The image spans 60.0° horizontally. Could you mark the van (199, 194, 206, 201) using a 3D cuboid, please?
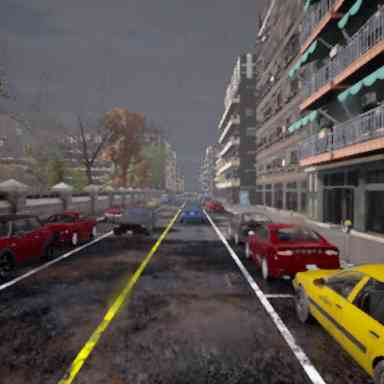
[{"bbox_3d":[2.673,1.485,87.241,1.690,1.788,3.998,0,0,0],"label":"van"}]

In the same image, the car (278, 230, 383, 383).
[{"bbox_3d":[2.686,1.531,4.383,1.752,1.417,4.829,0,0,0],"label":"car"}]

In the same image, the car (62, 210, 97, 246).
[{"bbox_3d":[-5.696,1.564,15.282,1.887,1.381,4.507,0,0,0],"label":"car"}]

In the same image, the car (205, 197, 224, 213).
[{"bbox_3d":[2.681,1.597,37.424,1.887,1.381,4.507,0,0,0],"label":"car"}]

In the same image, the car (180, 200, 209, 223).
[{"bbox_3d":[0.021,1.583,26.175,2.033,1.411,5.357,0,0,0],"label":"car"}]

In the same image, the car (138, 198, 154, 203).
[{"bbox_3d":[-5.699,1.634,37.422,1.802,1.307,4.206,0,0,0],"label":"car"}]

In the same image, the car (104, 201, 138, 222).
[{"bbox_3d":[-5.698,1.617,26.351,1.802,1.307,4.206,0,0,0],"label":"car"}]

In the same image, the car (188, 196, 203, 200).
[{"bbox_3d":[0.074,1.628,45.201,1.994,1.385,4.181,0,0,0],"label":"car"}]

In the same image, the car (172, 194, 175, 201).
[{"bbox_3d":[-5.706,1.437,76.169,2.192,1.841,5.009,0,0,0],"label":"car"}]

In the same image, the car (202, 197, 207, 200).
[{"bbox_3d":[2.680,1.606,42.959,1.887,1.381,4.507,0,0,0],"label":"car"}]

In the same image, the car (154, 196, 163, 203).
[{"bbox_3d":[-5.701,1.595,48.322,1.752,1.417,4.829,0,0,0],"label":"car"}]

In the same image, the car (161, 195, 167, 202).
[{"bbox_3d":[-5.702,1.631,54.028,2.008,1.369,4.403,0,0,0],"label":"car"}]

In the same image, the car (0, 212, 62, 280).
[{"bbox_3d":[-5.696,1.452,9.746,1.967,1.590,4.097,0,0,0],"label":"car"}]

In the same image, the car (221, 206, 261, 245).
[{"bbox_3d":[2.684,1.571,15.283,2.008,1.369,4.403,0,0,0],"label":"car"}]

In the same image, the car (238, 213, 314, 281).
[{"bbox_3d":[2.685,1.557,9.748,1.887,1.381,4.507,0,0,0],"label":"car"}]

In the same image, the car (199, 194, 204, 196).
[{"bbox_3d":[2.677,1.531,59.564,1.967,1.590,4.097,0,0,0],"label":"car"}]

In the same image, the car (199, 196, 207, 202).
[{"bbox_3d":[2.675,1.699,81.705,1.947,1.339,4.313,0,0,0],"label":"car"}]

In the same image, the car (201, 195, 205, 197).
[{"bbox_3d":[2.679,1.646,54.030,1.947,1.339,4.313,0,0,0],"label":"car"}]

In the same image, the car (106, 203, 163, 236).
[{"bbox_3d":[-3.008,1.572,18.812,2.033,1.411,5.357,0,0,0],"label":"car"}]

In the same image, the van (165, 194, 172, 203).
[{"bbox_3d":[-5.705,1.452,70.633,1.690,1.788,3.998,0,0,0],"label":"van"}]

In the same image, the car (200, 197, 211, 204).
[{"bbox_3d":[2.677,1.667,65.100,1.947,1.339,4.313,0,0,0],"label":"car"}]
